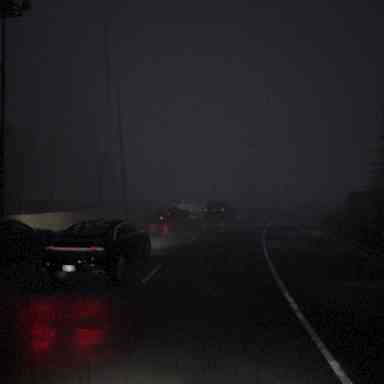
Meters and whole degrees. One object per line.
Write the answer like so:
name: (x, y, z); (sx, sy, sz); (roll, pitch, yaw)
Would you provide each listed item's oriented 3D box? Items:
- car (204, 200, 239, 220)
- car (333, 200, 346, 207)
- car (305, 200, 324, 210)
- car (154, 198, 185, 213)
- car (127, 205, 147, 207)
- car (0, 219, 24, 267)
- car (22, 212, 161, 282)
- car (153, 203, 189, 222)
car: (2.704, 1.657, 31.447); (2.097, 1.767, 4.553); (0, -1, 20)
car: (29.558, 2.183, 65.162); (4.718, 1.301, 1.895); (1, -1, -41)
car: (19.111, 2.070, 51.871); (1.837, 1.490, 4.892); (0, -1, 37)
car: (-2.973, 1.759, 44.987); (2.097, 1.767, 4.553); (0, -1, 27)
car: (-7.188, 1.910, 44.371); (1.812, 1.442, 4.674); (0, -1, 26)
car: (-6.107, 1.549, 10.284); (1.882, 1.535, 5.008); (0, -1, 6)
car: (-2.597, 1.576, 10.139); (2.128, 1.511, 4.902); (0, -1, 6)
car: (-1.797, 1.869, 29.407); (1.895, 1.301, 4.718); (0, -1, 18)
